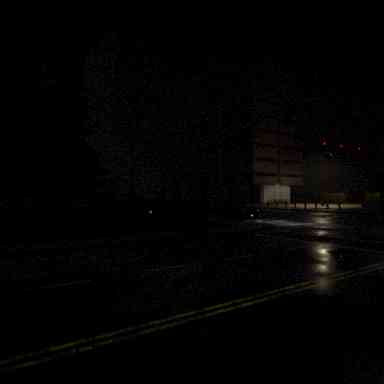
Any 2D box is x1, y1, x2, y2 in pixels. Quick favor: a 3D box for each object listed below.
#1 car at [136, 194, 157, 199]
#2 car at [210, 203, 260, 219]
[{"bbox_3d":[-5.945,1.221,42.426,2.150,2.045,5.566,0,0,-36],"label":"car"},{"bbox_3d":[3.678,1.601,28.872,1.895,1.301,4.718,0,0,-34],"label":"car"}]
